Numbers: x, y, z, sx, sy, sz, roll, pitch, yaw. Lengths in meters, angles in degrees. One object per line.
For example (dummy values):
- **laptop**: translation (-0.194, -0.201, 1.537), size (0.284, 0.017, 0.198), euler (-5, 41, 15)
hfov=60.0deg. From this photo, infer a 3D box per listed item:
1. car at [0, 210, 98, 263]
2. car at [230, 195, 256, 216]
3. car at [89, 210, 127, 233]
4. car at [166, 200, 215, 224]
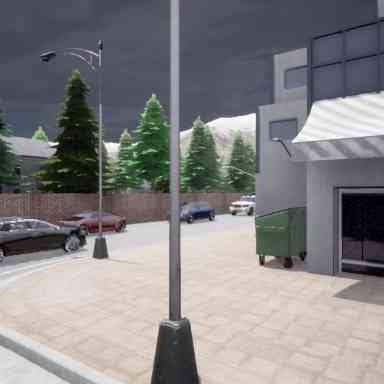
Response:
- **car**: translation (-6.299, 1.669, 12.410), size (2.128, 1.511, 4.902), euler (0, 0, 36)
- **car**: translation (6.137, 1.398, 35.409), size (2.150, 2.045, 5.566), euler (0, 0, 36)
- **car**: translation (-5.827, 1.740, 19.270), size (1.994, 1.385, 4.181), euler (0, 0, 37)
- **car**: translation (-0.040, 1.528, 27.085), size (2.097, 1.767, 4.553), euler (0, 0, 37)
